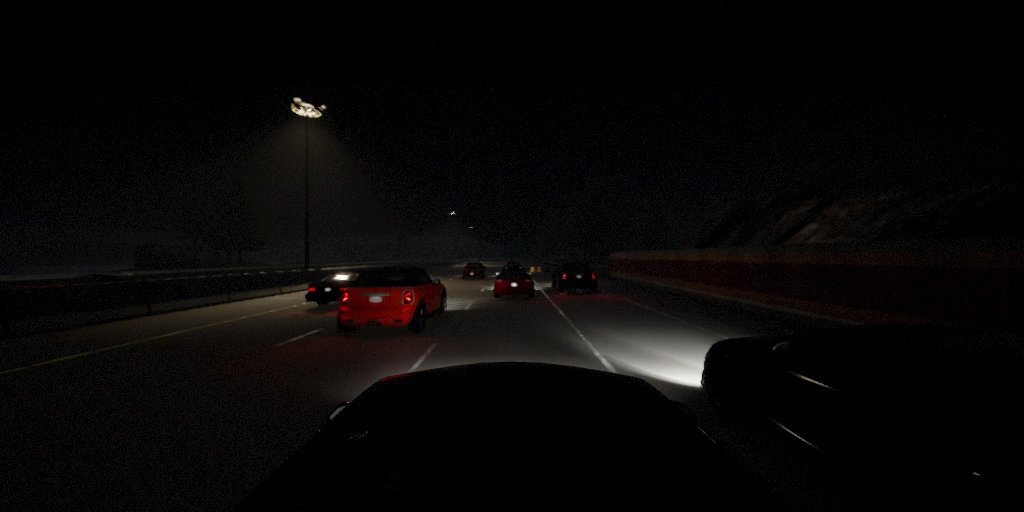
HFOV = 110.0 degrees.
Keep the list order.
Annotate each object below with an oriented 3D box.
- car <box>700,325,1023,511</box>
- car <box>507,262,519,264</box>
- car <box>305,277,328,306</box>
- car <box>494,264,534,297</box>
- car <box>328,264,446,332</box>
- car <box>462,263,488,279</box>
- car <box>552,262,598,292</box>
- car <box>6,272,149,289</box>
[{"bbox_3d":[3.602,1.315,3.276,1.994,1.385,4.181,0,0,0],"label":"car"},{"bbox_3d":[0.109,1.316,38.412,1.812,1.442,4.674,0,0,0],"label":"car"},{"bbox_3d":[-6.897,1.314,15.920,2.033,1.411,5.357,0,0,0],"label":"car"},{"bbox_3d":[0.104,1.333,18.928,1.994,1.385,4.181,0,0,0],"label":"car"},{"bbox_3d":[-3.398,1.112,11.067,2.097,1.767,4.553,0,0,0],"label":"car"},{"bbox_3d":[-3.392,1.310,32.703,1.812,1.442,4.674,0,0,0],"label":"car"},{"bbox_3d":[3.605,1.125,21.382,2.097,1.767,4.553,0,0,0],"label":"car"},{"bbox_3d":[-17.499,1.366,15.115,1.895,1.301,4.718,0,0,0],"label":"car"}]
